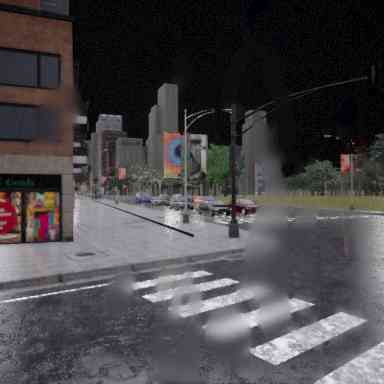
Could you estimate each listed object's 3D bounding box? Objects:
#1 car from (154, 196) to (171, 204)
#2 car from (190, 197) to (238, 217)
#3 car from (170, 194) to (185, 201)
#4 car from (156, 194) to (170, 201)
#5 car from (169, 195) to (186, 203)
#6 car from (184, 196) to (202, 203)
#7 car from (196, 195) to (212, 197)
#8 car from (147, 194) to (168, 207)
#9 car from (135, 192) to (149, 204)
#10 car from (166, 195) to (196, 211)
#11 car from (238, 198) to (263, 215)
[{"bbox_3d":[-5.330,1.384,60.053,1.994,1.385,4.181,0,0,-20],"label":"car"},{"bbox_3d":[1.905,1.449,31.066,2.033,1.411,5.357,0,0,-20],"label":"car"},{"bbox_3d":[-3.268,1.151,73.348,1.882,1.535,5.008,0,0,-20],"label":"car"},{"bbox_3d":[-6.315,1.187,72.218,1.837,1.490,4.892,0,0,-20],"label":"car"},{"bbox_3d":[-2.851,1.330,62.878,1.812,1.442,4.674,0,0,-20],"label":"car"},{"bbox_3d":[0.186,1.392,64.035,1.895,1.301,4.718,0,0,-20],"label":"car"},{"bbox_3d":[1.803,1.219,40.689,2.097,1.767,4.553,0,0,-20],"label":"car"},{"bbox_3d":[-4.763,1.421,49.060,1.994,1.385,4.181,0,0,-21],"label":"car"},{"bbox_3d":[-8.800,1.048,60.088,2.150,2.045,5.566,0,1,-20],"label":"car"},{"bbox_3d":[-1.300,1.444,39.703,1.994,1.385,4.181,0,0,-20],"label":"car"},{"bbox_3d":[4.977,1.366,32.207,1.882,1.535,5.008,0,0,-21],"label":"car"}]
